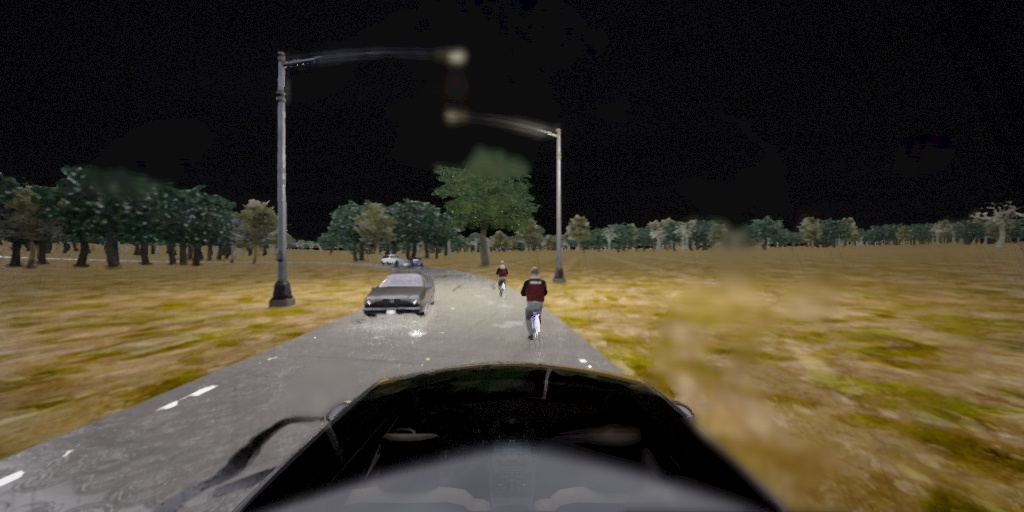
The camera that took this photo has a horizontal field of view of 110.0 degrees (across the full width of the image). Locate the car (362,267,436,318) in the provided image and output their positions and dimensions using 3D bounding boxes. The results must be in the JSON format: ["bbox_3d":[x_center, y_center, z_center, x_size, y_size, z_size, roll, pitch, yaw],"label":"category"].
[{"bbox_3d":[-3.923,1.306,13.400,2.033,1.411,5.357,0,0,-6],"label":"car"}]

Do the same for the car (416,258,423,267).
[{"bbox_3d":[-16.012,1.118,59.102,1.812,1.442,4.674,-1,1,-30],"label":"car"}]

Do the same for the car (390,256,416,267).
[{"bbox_3d":[-16.171,1.136,52.898,2.128,1.511,4.902,-1,0,-28],"label":"car"}]

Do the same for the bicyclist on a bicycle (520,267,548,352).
[{"bbox_3d":[0.486,1.119,8.061,0.659,1.776,1.843,0,0,-3],"label":"bicyclist on a bicycle"}]

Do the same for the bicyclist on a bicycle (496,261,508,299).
[{"bbox_3d":[-0.482,1.118,17.129,0.659,1.776,1.843,0,0,-8],"label":"bicyclist on a bicycle"}]
